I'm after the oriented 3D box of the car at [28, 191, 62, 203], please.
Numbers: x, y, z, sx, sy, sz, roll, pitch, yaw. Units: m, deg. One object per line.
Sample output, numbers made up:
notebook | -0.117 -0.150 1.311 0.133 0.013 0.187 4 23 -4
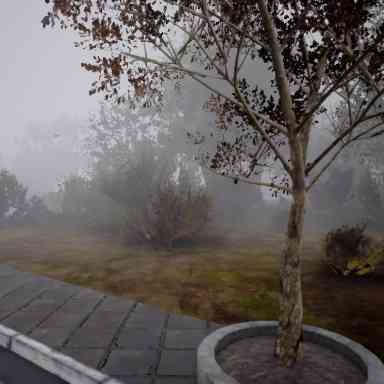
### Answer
car | -18.325 0.943 41.817 2.150 2.045 5.566 1 0 32
